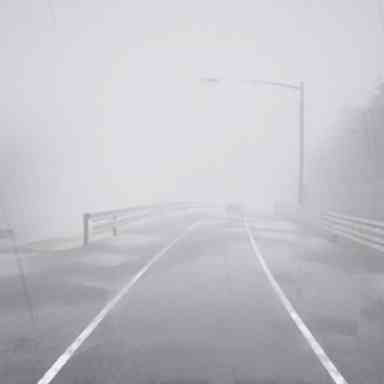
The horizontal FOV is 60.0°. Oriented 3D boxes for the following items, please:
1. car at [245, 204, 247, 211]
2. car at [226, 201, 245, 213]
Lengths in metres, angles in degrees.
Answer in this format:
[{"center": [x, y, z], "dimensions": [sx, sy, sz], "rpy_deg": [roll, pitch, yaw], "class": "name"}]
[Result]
[{"center": [8.679, 2.593, 58.596], "dimensions": [1.882, 1.535, 5.008], "rpy_deg": [1, -3, 14], "class": "car"}, {"center": [5.562, 1.961, 43.618], "dimensions": [1.882, 1.535, 5.008], "rpy_deg": [1, -2, 11], "class": "car"}]
